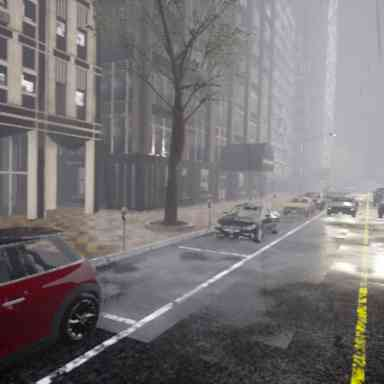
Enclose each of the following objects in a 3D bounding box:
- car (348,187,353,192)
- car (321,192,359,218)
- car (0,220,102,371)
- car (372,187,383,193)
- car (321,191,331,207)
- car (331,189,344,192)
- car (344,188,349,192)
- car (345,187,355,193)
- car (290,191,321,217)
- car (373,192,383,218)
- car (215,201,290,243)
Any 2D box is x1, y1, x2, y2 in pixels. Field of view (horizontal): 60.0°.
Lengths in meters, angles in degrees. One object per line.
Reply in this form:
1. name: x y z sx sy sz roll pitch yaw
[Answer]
1. car: 29.188 0.041 63.893 1.887 1.381 4.507 2 2 28
2. car: 11.120 0.982 24.390 2.033 1.411 5.357 3 2 28
3. car: -2.948 1.224 3.545 1.967 1.590 4.097 2 2 28
4. car: 20.859 0.501 36.025 2.150 2.045 5.566 3 3 29
5. car: 10.443 0.706 28.691 1.967 1.590 4.097 2 2 28
6. car: 18.474 0.506 43.779 1.947 1.339 4.313 2 2 28
7. car: 23.830 0.301 53.837 1.802 1.307 4.206 2 2 28
8. car: 39.904 -0.520 84.003 1.967 1.590 4.097 3 2 28
9. car: 7.682 0.901 23.513 1.752 1.417 4.829 2 2 28
10. car: 14.176 1.040 23.422 2.128 1.511 4.902 3 2 28
11. car: 2.405 1.131 13.607 2.008 1.369 4.403 2 2 28
